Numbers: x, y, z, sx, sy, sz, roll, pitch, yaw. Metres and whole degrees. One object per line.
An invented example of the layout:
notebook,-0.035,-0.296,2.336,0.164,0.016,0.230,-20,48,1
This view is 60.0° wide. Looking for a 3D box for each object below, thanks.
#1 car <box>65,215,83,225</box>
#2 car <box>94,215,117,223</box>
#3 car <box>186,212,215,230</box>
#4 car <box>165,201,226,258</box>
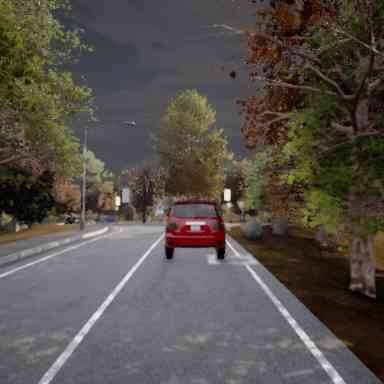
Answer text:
car,-16.923,3.998,47.741,2.128,1.511,4.902,2,-5,-29
car,-17.028,5.302,65.484,2.097,1.767,4.553,-3,-5,31
car,0.906,2.594,30.033,2.033,1.411,5.357,-1,-4,8
car,0.098,1.392,13.634,2.150,2.045,5.566,0,-2,0
